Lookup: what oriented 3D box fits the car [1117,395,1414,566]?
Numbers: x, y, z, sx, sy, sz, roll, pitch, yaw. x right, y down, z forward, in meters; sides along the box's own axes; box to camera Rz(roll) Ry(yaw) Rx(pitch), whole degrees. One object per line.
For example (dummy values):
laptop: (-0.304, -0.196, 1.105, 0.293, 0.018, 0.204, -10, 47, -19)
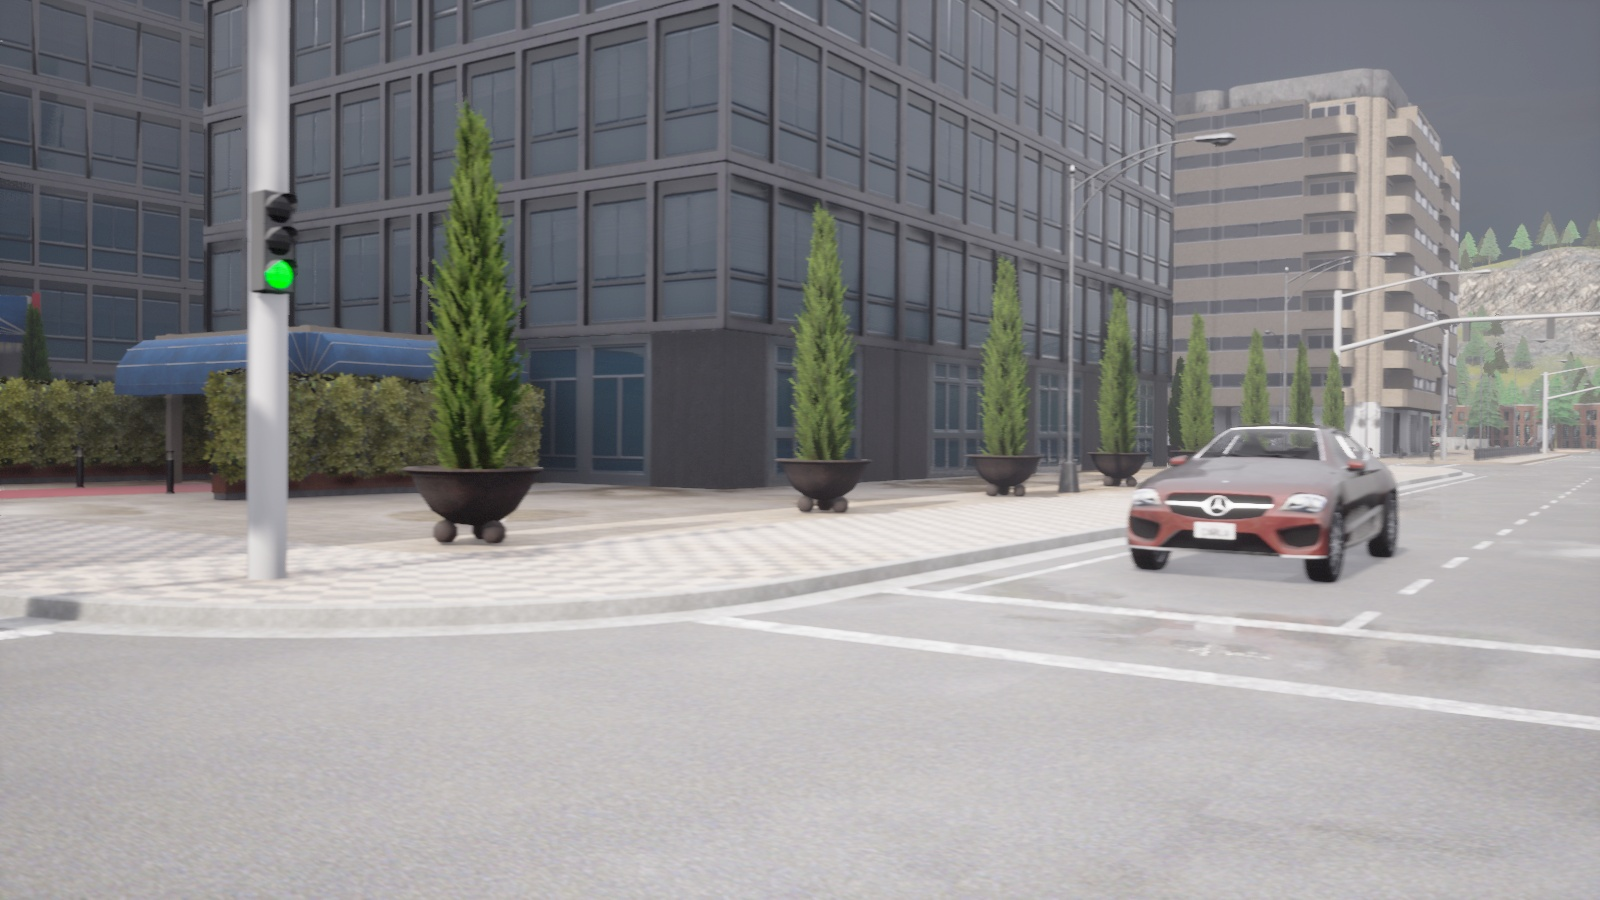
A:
car: (5.685, 0.256, 14.863, 2.152, 1.651, 5.027, 0, 1, 34)
